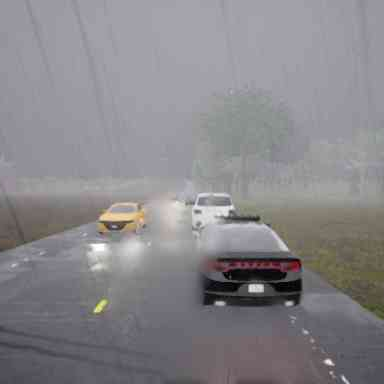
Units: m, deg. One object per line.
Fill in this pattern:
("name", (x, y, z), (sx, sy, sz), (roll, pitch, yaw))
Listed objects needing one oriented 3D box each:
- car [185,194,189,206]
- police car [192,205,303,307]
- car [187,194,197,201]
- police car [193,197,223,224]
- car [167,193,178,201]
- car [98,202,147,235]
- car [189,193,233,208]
("car", (0.044, 1.105, 45.258), (2.033, 1.411, 5.357), (0, 1, 1))
("police car", (1.051, 1.353, 8.034), (1.930, 1.638, 5.238), (0, 0, 0))
("car", (0.012, 0.977, 60.654), (1.895, 1.301, 4.718), (0, 1, 0))
("police car", (1.055, 1.207, 24.036), (1.930, 1.638, 5.238), (0, 1, 0))
("car", (-3.534, 0.853, 60.775), (1.882, 1.535, 5.008), (0, 1, 1))
("car", (-3.596, 1.316, 17.920), (1.882, 1.535, 5.008), (0, 1, 0))
("car", (1.054, 1.062, 17.953), (2.150, 2.045, 5.566), (0, 1, 0))
